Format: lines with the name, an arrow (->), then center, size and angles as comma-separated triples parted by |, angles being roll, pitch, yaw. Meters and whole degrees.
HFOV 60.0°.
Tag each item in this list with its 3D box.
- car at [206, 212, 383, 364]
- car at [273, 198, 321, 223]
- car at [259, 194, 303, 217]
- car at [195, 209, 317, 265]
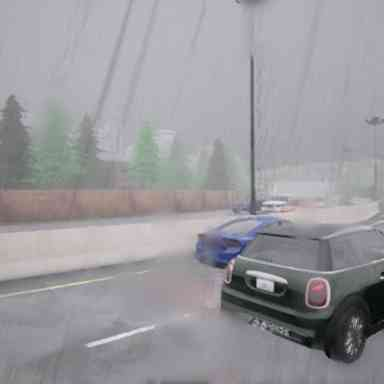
car -> 2.710, 1.352, 6.135 | 4.553, 1.767, 2.097 | 0, 0, -39
car -> 8.470, 1.364, 26.657 | 2.097, 1.767, 4.553 | 0, 0, 40
car -> 8.799, 1.244, 32.519 | 2.150, 2.045, 5.566 | 0, 0, 37
car -> 2.369, 1.489, 10.357 | 5.008, 1.535, 1.882 | 0, 0, -40
